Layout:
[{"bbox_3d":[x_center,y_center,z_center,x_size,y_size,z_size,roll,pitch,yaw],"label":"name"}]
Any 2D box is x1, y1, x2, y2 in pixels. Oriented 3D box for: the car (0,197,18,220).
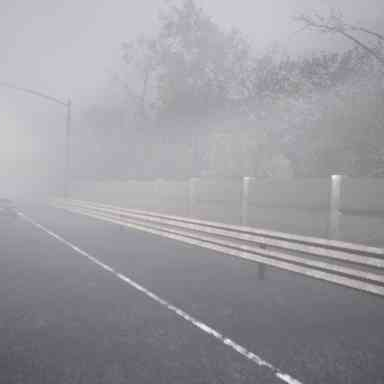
[{"bbox_3d":[-13.156,1.067,22.770,2.033,1.411,5.357,3,0,-33],"label":"car"}]
